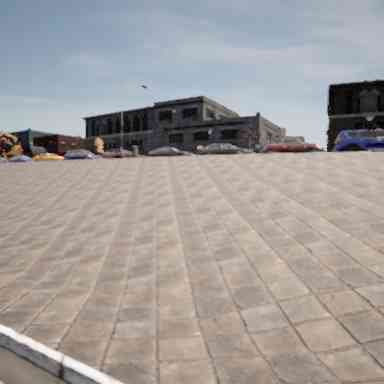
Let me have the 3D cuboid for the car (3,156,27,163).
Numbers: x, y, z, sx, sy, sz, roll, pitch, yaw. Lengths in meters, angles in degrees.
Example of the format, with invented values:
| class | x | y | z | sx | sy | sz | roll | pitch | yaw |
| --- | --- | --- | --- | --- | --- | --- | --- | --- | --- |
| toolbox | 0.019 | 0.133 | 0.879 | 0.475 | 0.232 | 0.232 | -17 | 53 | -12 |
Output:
| class | x | y | z | sx | sy | sz | roll | pitch | yaw |
| --- | --- | --- | --- | --- | --- | --- | --- | --- | --- |
| car | -21.300 | -3.847 | 41.926 | 4.674 | 1.452 | 2.002 | 1 | 1 | 33 |

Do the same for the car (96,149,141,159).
| class | x | y | z | sx | sy | sz | roll | pitch | yaw |
| --- | --- | --- | --- | --- | --- | --- | --- | --- | --- |
| car | -6.844 | -3.541 | 33.375 | 4.792 | 1.488 | 2.163 | 1 | 1 | 29 |

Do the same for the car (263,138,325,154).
| class | x | y | z | sx | sy | sz | roll | pitch | yaw |
| --- | --- | --- | --- | --- | --- | --- | --- | --- | --- |
| car | 7.929 | -3.363 | 25.861 | 4.553 | 1.767 | 2.185 | 1 | 1 | 26 |

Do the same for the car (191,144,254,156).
| class | x | y | z | sx | sy | sz | roll | pitch | yaw |
| --- | --- | --- | --- | --- | --- | --- | --- | --- | --- |
| car | 2.849 | -3.363 | 28.306 | 4.892 | 1.521 | 2.231 | 1 | 1 | 27 |

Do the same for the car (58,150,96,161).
| class | x | y | z | sx | sy | sz | roll | pitch | yaw |
| --- | --- | --- | --- | --- | --- | --- | --- | --- | --- |
| car | -11.836 | -3.804 | 36.177 | 4.553 | 1.767 | 2.185 | 1 | 1 | 31 |

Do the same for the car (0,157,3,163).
| class | x | y | z | sx | sy | sz | roll | pitch | yaw |
| --- | --- | --- | --- | --- | --- | --- | --- | --- | --- |
| car | -25.945 | -3.986 | 44.957 | 4.892 | 1.521 | 2.231 | 1 | 1 | 34 |

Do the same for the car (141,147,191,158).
| class | x | y | z | sx | sy | sz | roll | pitch | yaw |
| --- | --- | --- | --- | --- | --- | --- | --- | --- | --- |
| car | -1.982 | -3.427 | 30.766 | 4.674 | 1.452 | 2.002 | 1 | 1 | 28 |

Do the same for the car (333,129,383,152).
| class | x | y | z | sx | sy | sz | roll | pitch | yaw |
| --- | --- | --- | --- | --- | --- | --- | --- | --- | --- |
| car | 13.029 | -3.342 | 23.520 | 5.566 | 2.045 | 2.435 | 2 | 1 | 25 |

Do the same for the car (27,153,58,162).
| class | x | y | z | sx | sy | sz | roll | pitch | yaw |
| --- | --- | --- | --- | --- | --- | --- | --- | --- | --- |
| car | -16.589 | -3.782 | 38.995 | 5.008 | 1.535 | 2.097 | 1 | 1 | 32 |
